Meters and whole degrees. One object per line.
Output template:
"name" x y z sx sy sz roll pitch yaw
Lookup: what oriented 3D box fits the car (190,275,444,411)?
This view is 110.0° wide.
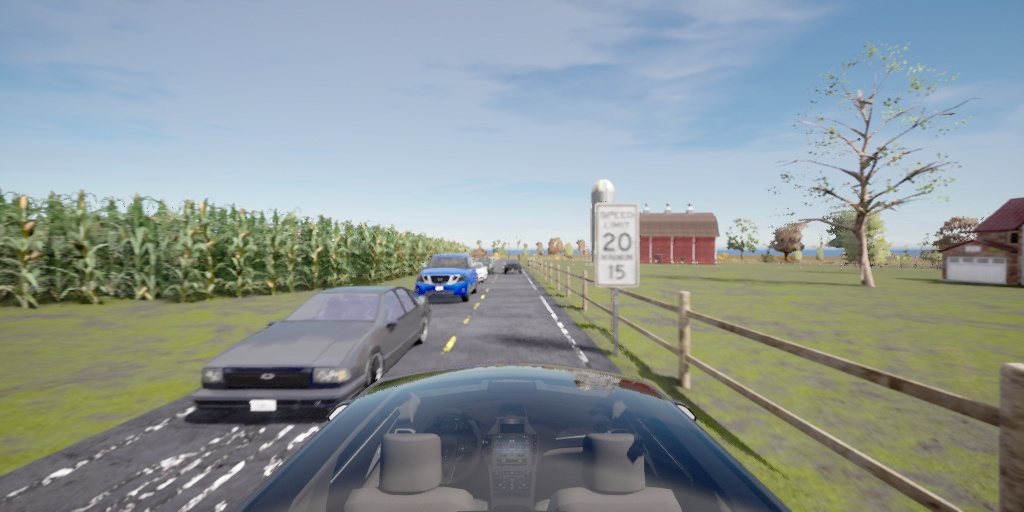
"car" -2.828 1.274 6.676 2.033 1.411 5.357 0 0 -1

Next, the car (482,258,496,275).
"car" -2.784 0.949 36.920 2.097 1.767 4.553 0 0 0

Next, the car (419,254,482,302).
"car" -2.849 0.901 16.856 2.150 2.045 5.566 0 0 0

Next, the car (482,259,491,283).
"car" -2.842 1.164 26.628 1.812 1.442 4.674 0 0 0

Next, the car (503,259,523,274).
"car" 0.088 1.098 38.200 1.837 1.490 4.892 0 0 0
